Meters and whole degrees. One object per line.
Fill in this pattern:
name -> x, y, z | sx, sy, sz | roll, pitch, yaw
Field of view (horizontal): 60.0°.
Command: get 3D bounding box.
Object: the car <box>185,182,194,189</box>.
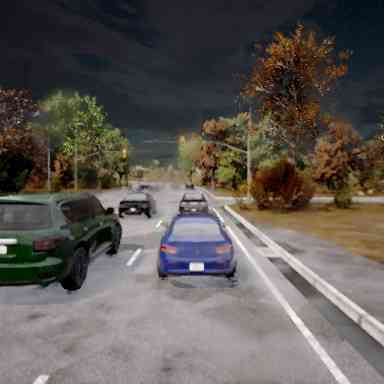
car -> -0.550, -1.466, 80.030 | 1.882, 1.535, 5.008 | 0, 2, -2

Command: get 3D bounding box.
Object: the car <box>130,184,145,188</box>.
car -> -10.654, -0.781, 63.374 | 1.812, 1.442, 4.674 | 0, 2, 0

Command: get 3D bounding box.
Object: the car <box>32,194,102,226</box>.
car -> -7.059, 0.917, 19.514 | 2.033, 1.411, 5.357 | 0, 2, 0

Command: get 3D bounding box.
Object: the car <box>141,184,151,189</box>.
car -> -11.042, -1.339, 79.655 | 1.895, 1.301, 4.718 | 0, 2, -2

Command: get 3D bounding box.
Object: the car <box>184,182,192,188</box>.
car -> -1.039, -1.900, 90.166 | 1.812, 1.442, 4.674 | 0, 2, -3

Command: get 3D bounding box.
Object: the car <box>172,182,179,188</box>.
car -> -4.534, -1.891, 89.967 | 1.812, 1.442, 4.674 | 0, 2, -3

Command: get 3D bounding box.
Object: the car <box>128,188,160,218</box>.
car -> -3.399, 0.769, 21.549 | 1.882, 1.535, 5.008 | 0, 2, 0

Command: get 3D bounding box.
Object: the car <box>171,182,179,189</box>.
car -> -4.049, -1.422, 79.933 | 2.128, 1.511, 4.902 | 0, 2, -2

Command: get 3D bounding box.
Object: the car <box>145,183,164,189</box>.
car -> -7.151, -0.765, 63.528 | 2.033, 1.411, 5.357 | 0, 2, 0

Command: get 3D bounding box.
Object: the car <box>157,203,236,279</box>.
car -> 0.100, 1.289, 9.208 | 1.812, 1.442, 4.674 | 0, 2, 0

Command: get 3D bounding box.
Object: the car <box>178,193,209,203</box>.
car -> 0.102, 0.779, 21.660 | 2.128, 1.511, 4.902 | 0, 2, 0

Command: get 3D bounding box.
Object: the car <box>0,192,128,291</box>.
car -> -3.406, 1.008, 8.602 | 2.150, 2.045, 5.566 | 0, 2, 1
